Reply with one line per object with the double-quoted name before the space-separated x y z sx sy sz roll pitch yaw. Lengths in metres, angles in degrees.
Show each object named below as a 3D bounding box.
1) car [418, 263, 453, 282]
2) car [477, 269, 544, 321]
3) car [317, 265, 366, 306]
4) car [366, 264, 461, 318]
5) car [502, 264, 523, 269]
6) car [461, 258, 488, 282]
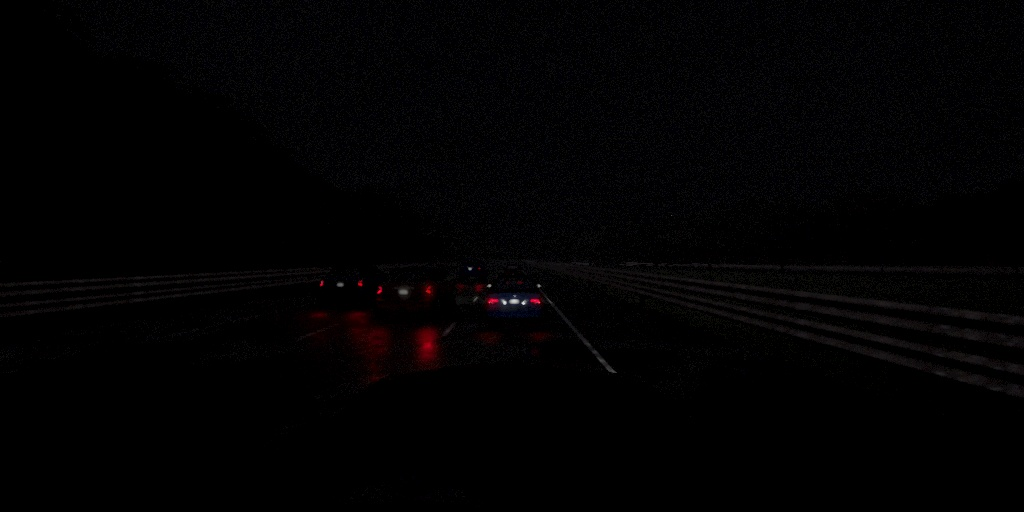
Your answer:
"car" -6.916 1.439 32.995 2.128 1.511 4.902 0 0 0
"car" 0.080 1.368 12.808 2.033 1.411 5.357 0 0 0
"car" -6.917 1.196 16.572 2.097 1.767 4.553 0 0 0
"car" -3.422 1.176 13.468 2.097 1.767 4.553 0 0 0
"car" 0.082 1.494 33.911 1.812 1.442 4.674 0 0 0
"car" -3.418 1.176 32.032 2.150 2.045 5.566 0 0 0
